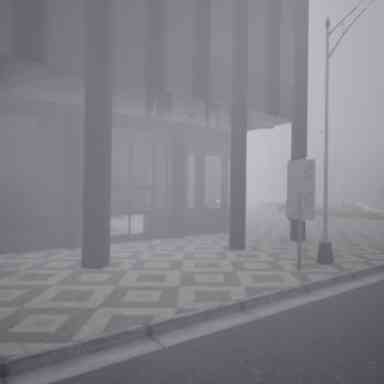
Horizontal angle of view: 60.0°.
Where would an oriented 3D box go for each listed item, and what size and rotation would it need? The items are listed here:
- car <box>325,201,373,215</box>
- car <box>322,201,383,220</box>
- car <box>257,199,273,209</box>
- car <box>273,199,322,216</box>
[{"bbox_3d":[17.187,1.682,36.593,2.008,1.369,4.403,1,-1,-36],"label":"car"},{"bbox_3d":[13.498,1.515,27.120,1.752,1.417,4.829,1,-1,-36],"label":"car"},{"bbox_3d":[10.887,1.655,45.362,1.887,1.381,4.507,1,-1,-36],"label":"car"},{"bbox_3d":[10.306,1.521,31.562,1.887,1.381,4.507,1,-1,-36],"label":"car"}]
